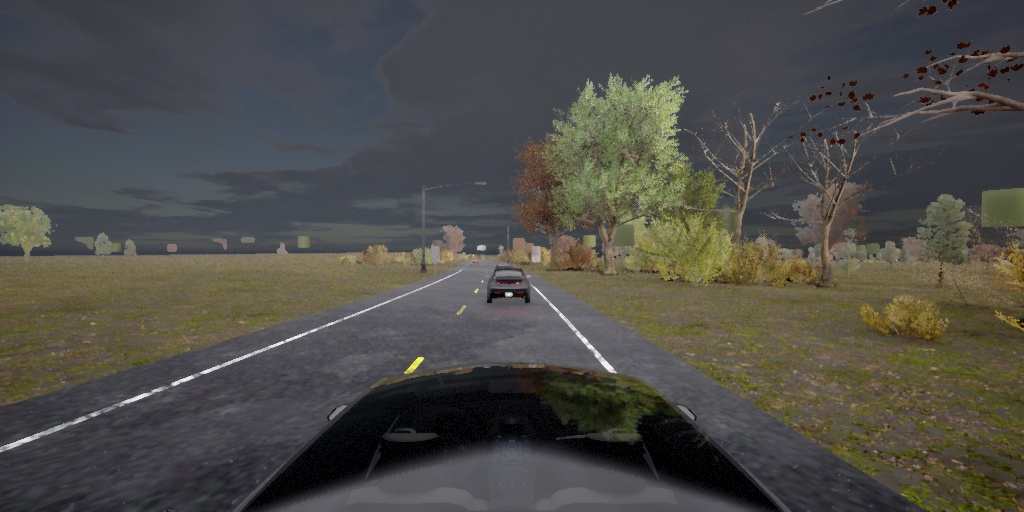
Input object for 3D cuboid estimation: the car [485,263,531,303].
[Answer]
[{"bbox_3d":[-0.176,1.265,16.544,1.837,1.490,4.892,0,0,-1],"label":"car"}]
